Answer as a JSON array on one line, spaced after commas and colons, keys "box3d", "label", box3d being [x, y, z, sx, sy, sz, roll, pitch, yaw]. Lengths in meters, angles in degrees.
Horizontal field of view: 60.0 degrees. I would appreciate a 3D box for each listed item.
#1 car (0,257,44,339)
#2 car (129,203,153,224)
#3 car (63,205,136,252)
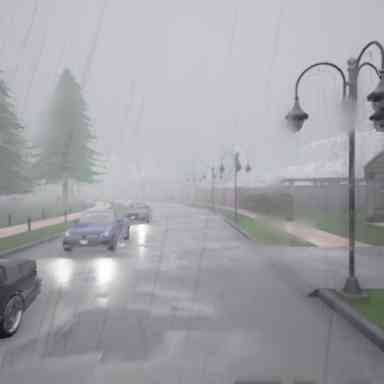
[{"box3d": [-3.628, 1.540, 3.807, 2.033, 1.411, 5.357, 0, 0, -1], "label": "car"}, {"box3d": [-3.917, 1.464, 23.990, 1.994, 1.385, 4.181, 0, 0, -2], "label": "car"}, {"box3d": [-3.759, 1.472, 13.864, 1.812, 1.442, 4.674, 0, 0, 0], "label": "car"}]
